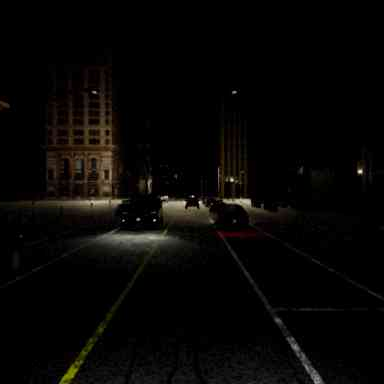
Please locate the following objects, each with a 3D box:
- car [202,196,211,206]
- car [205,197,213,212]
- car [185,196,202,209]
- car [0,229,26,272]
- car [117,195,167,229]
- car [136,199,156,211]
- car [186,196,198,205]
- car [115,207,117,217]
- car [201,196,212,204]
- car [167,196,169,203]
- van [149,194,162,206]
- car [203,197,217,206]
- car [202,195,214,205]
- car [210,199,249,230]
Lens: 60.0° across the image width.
[{"bbox_3d":[2.771,1.497,47.651,1.752,1.417,4.829,0,0,0],"label":"car"},{"bbox_3d":[2.768,1.549,36.199,1.947,1.339,4.313,0,0,0],"label":"car"},{"bbox_3d":[0.066,1.500,45.540,1.812,1.442,4.674,0,0,0],"label":"car"},{"bbox_3d":[-5.763,1.542,7.995,1.887,1.381,4.507,0,0,0],"label":"car"},{"bbox_3d":[-3.095,1.213,21.943,2.150,2.045,5.566,0,0,0],"label":"car"},{"bbox_3d":[-5.755,1.544,41.841,1.947,1.339,4.313,0,0,0],"label":"car"},{"bbox_3d":[0.013,1.451,58.623,2.128,1.511,4.902,0,0,0],"label":"car"},{"bbox_3d":[-5.759,1.427,30.558,1.967,1.590,4.097,0,0,0],"label":"car"},{"bbox_3d":[2.775,1.502,64.404,2.008,1.369,4.403,0,0,0],"label":"car"},{"bbox_3d":[-5.749,1.495,70.046,2.008,1.369,4.403,0,0,0],"label":"car"},{"bbox_3d":[-5.754,1.307,53.123,1.690,1.788,3.998,0,0,0],"label":"van"},{"bbox_3d":[2.773,1.517,53.122,2.008,1.369,4.403,0,0,0],"label":"car"},{"bbox_3d":[2.774,1.399,58.763,1.967,1.590,4.097,0,0,0],"label":"car"},{"bbox_3d":[2.365,1.470,21.014,1.882,1.535,5.008,0,0,0],"label":"car"}]
